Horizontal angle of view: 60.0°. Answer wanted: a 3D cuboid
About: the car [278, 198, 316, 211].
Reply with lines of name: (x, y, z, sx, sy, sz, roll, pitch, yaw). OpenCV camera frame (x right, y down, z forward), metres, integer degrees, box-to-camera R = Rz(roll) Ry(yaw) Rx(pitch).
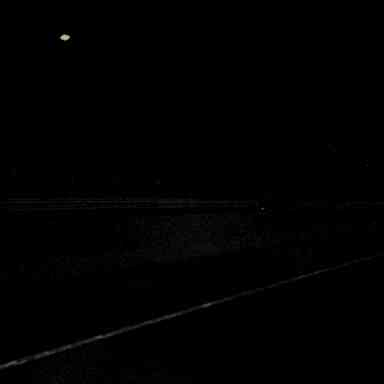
car: (10.740, 1.665, 31.769, 5.008, 1.535, 1.882, 2, 0, -41)

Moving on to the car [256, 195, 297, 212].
car: (9.146, 1.378, 35.003, 5.566, 2.045, 2.150, 2, 0, -41)

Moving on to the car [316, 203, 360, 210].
car: (13.360, 1.731, 29.399, 5.008, 1.535, 1.882, 2, 0, -41)
